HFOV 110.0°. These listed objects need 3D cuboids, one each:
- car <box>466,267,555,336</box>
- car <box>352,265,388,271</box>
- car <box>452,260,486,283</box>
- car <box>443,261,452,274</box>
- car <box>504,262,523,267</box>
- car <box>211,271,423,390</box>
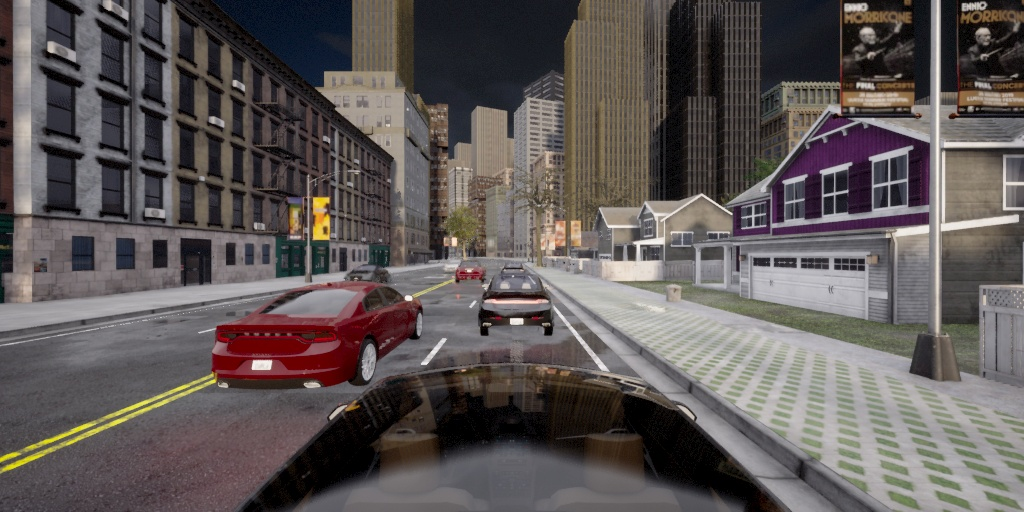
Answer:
[{"bbox_3d":[0.106,1.239,10.381,2.128,1.511,4.902,0,0,0],"label":"car"},{"bbox_3d":[-9.834,1.304,24.599,1.994,1.385,4.181,0,0,0],"label":"car"},{"bbox_3d":[-3.124,1.090,27.815,2.097,1.767,4.553,0,0,-2],"label":"car"},{"bbox_3d":[-6.567,1.250,40.924,1.812,1.442,4.674,0,0,0],"label":"car"},{"bbox_3d":[0.116,1.229,27.800,2.128,1.511,4.902,0,0,0],"label":"car"},{"bbox_3d":[-3.148,1.227,7.006,1.882,1.535,5.008,0,0,0],"label":"car"}]
